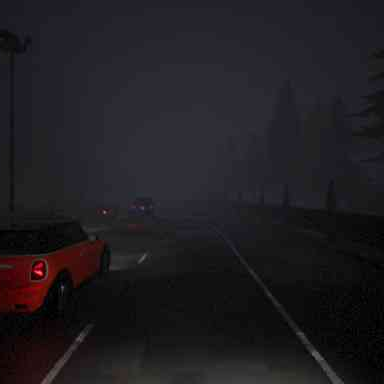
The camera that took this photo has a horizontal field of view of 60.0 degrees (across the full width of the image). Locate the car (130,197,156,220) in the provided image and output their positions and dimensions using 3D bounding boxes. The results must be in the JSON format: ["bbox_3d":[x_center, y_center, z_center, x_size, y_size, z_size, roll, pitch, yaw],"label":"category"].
[{"bbox_3d":[-4.602,1.509,31.241,2.150,2.045,5.566,0,-1,-8],"label":"car"}]

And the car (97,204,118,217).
[{"bbox_3d":[-8.403,1.865,32.744,1.994,1.385,4.181,0,-1,-9],"label":"car"}]

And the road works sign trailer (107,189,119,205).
[{"bbox_3d":[-18.716,1.179,77.821,2.380,3.560,2.880,0,-1,-37],"label":"road works sign trailer"}]

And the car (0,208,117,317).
[{"bbox_3d":[-3.406,1.424,7.756,2.097,1.767,4.553,0,-1,0],"label":"car"}]

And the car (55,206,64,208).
[{"bbox_3d":[-6.955,1.643,16.413,2.128,1.511,4.902,0,-1,-1],"label":"car"}]

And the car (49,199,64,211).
[{"bbox_3d":[-20.609,1.943,50.712,1.882,1.535,5.008,0,-1,-21],"label":"car"}]

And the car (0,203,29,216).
[{"bbox_3d":[-20.427,1.956,38.571,1.895,1.301,4.718,0,-1,-14],"label":"car"}]
